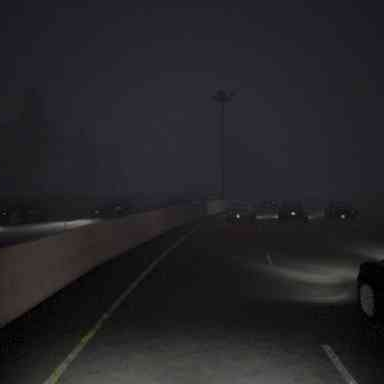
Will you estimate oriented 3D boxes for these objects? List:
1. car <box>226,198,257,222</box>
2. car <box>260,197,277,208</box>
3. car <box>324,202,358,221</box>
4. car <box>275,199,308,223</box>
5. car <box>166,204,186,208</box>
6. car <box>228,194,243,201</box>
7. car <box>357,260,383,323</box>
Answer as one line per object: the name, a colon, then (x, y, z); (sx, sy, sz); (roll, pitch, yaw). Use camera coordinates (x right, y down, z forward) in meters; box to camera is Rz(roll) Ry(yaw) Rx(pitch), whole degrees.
car: (3.627, 1.335, 24.030); (1.812, 1.442, 4.674); (0, 0, 15)
car: (9.748, 1.286, 41.036); (1.895, 1.301, 4.718); (0, 1, 22)
car: (11.348, 1.417, 25.647); (1.895, 1.301, 4.718); (0, 0, 17)
car: (7.215, 1.384, 23.860); (1.994, 1.385, 4.181); (0, 0, 16)
car: (-1.603, 1.225, 31.546); (2.128, 1.511, 4.902); (0, 0, 19)
car: (8.662, 1.050, 65.957); (1.895, 1.301, 4.718); (0, 1, 23)
car: (3.857, 1.453, 4.044); (1.882, 1.535, 5.008); (0, 0, 2)
